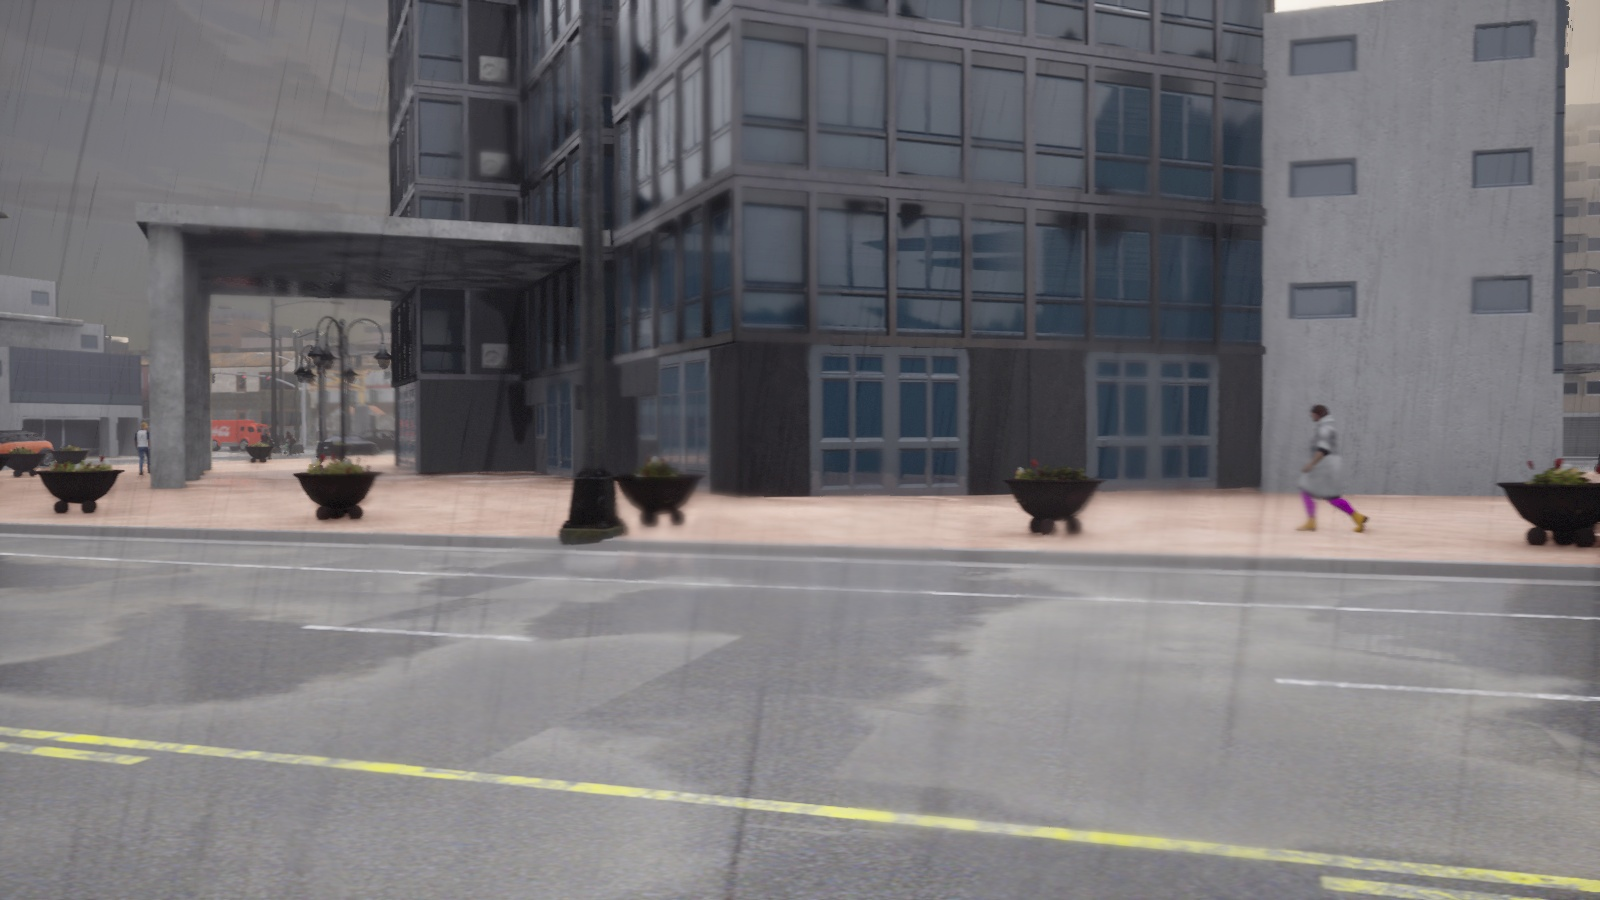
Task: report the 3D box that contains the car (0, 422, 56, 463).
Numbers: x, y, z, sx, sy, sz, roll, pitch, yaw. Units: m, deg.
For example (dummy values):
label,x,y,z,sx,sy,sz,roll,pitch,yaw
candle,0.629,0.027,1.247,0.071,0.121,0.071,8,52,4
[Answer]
label,x,y,z,sx,sy,sz,roll,pitch,yaw
car,-35.935,-0.345,55.915,2.097,1.767,4.553,1,1,20

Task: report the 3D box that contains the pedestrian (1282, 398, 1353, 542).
label,x,y,z,sx,sy,sz,roll,pitch,yaw
pedestrian,7.197,0.259,17.501,0.873,1.952,0.659,1,1,20

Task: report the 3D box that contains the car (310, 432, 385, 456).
label,x,y,z,sx,sy,sz,roll,pitch,yaw
car,-26.512,-0.389,73.755,1.994,1.385,4.181,1,1,17

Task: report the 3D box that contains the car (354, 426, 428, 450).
label,x,y,z,sx,sy,sz,roll,pitch,yaw
car,-29.561,-0.891,90.845,4.611,1.667,2.242,1,1,17

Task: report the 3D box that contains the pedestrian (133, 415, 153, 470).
label,x,y,z,sx,sy,sz,roll,pitch,yaw
pedestrian,-22.298,-0.260,42.619,0.354,1.836,0.706,0,1,-7
